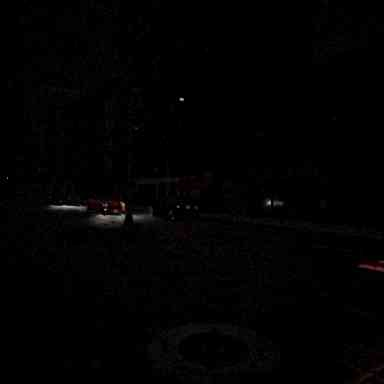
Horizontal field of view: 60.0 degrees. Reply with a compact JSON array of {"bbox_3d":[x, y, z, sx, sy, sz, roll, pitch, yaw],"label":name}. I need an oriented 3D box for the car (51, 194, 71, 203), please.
[{"bbox_3d":[-21.012,0.981,53.212,1.895,1.301,4.718,1,0,-35],"label":"car"}]

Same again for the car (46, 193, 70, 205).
[{"bbox_3d":[-17.948,0.909,43.930,2.128,1.511,4.902,1,0,-35],"label":"car"}]

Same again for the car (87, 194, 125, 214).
[{"bbox_3d":[-7.538,0.953,29.020,2.097,1.767,4.553,1,0,-35],"label":"car"}]

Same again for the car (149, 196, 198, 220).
[{"bbox_3d":[-1.507,1.103,25.577,2.097,1.767,4.553,1,0,-35],"label":"car"}]
